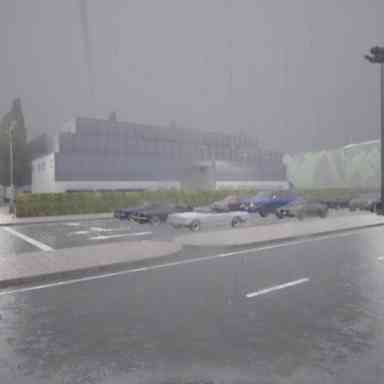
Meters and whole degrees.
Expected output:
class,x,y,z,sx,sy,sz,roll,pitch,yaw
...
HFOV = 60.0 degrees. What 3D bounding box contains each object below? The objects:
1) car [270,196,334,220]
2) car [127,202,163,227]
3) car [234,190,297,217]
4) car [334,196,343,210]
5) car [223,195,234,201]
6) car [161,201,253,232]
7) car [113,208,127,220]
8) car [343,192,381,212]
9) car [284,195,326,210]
class,x,y,z,sx,sy,sz,roll,pitch,yaw
car,7.948,1.220,23.947,4.181,1.385,1.994,-1,1,-36
car,-1.436,1.408,21.507,4.718,1.301,1.895,-1,1,-36
car,6.399,0.867,27.150,5.566,2.045,2.150,-1,1,-36
car,14.557,1.077,33.106,4.718,1.301,1.895,-1,1,-36
car,3.869,1.007,29.636,4.553,1.767,2.097,-1,1,-36
car,0.931,1.402,18.901,4.718,1.301,1.895,-1,1,-36
car,-3.322,1.404,24.451,4.718,1.301,1.895,-1,1,-36
car,16.036,0.840,29.852,4.553,1.767,2.097,-1,1,-36
car,12.181,1.083,35.705,4.718,1.301,1.895,-1,1,-36
